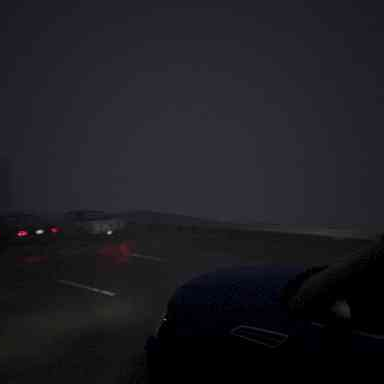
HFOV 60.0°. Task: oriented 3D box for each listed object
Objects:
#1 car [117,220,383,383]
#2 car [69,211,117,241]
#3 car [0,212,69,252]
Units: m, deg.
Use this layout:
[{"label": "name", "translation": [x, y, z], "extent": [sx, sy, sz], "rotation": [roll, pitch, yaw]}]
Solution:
[{"label": "car", "translation": [2.204, 1.221, 2.418], "extent": [5.566, 2.045, 2.150], "rotation": [0, 0, 36]}, {"label": "car", "translation": [-5.597, 1.575, 16.588], "extent": [4.718, 1.301, 1.895], "rotation": [0, 0, 36]}, {"label": "car", "translation": [-7.682, 1.522, 13.775], "extent": [5.357, 1.411, 2.033], "rotation": [0, 0, 35]}]
